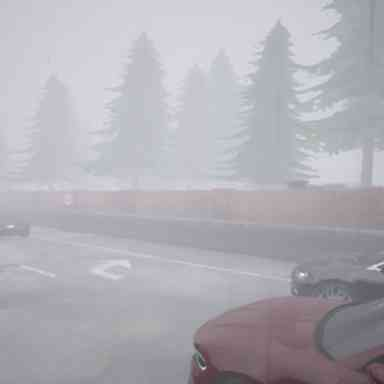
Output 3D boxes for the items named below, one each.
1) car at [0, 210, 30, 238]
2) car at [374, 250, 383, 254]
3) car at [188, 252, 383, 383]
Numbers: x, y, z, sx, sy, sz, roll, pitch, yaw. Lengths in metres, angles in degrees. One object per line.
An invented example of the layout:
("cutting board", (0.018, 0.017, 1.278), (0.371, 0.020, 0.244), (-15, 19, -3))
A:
("car", (-10.037, 1.607, 17.090), (4.181, 1.385, 1.994), (0, 0, 43))
("car", (4.125, 1.511, 5.422), (4.902, 1.511, 2.128), (0, 0, 35))
("car", (2.271, 1.488, 2.457), (5.008, 1.535, 1.882), (0, 0, 35))
